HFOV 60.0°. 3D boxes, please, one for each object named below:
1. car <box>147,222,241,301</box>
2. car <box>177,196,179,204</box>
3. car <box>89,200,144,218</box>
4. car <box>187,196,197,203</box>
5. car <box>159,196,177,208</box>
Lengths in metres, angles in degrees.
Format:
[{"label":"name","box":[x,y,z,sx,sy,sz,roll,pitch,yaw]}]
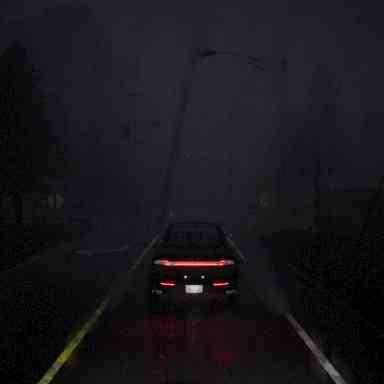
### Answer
[{"label":"car","box":[0.059,1.492,8.281,2.128,1.511,4.902,0,0,0]},{"label":"car","box":[-3.492,1.477,65.720,1.882,1.535,5.008,0,0,1]},{"label":"car","box":[-6.719,1.508,29.936,4.892,1.490,1.837,0,5,-38]},{"label":"car","box":[0.047,1.491,69.512,2.128,1.511,4.902,0,0,0]},{"label":"car","box":[-3.555,1.526,47.228,1.812,1.442,4.674,0,0,-1]}]
